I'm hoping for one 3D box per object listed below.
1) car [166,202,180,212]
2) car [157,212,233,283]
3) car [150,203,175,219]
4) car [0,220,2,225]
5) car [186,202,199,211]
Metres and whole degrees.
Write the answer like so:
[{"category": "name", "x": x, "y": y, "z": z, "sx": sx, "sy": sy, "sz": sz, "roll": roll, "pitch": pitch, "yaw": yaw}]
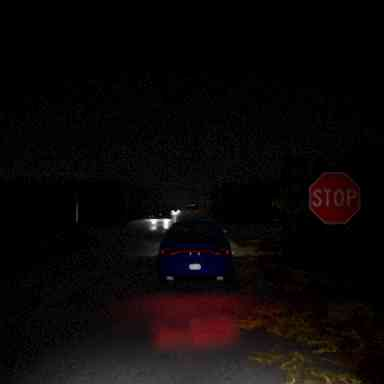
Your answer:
[{"category": "car", "x": -3.186, "y": 2.247, "z": 49.354, "sx": 1.837, "sy": 1.490, "sz": 4.892, "roll": 0, "pitch": -2, "yaw": 0}, {"category": "car", "x": 0.085, "y": 1.590, "z": 10.091, "sx": 1.882, "sy": 1.535, "sz": 5.008, "roll": 0, "pitch": -1, "yaw": 0}, {"category": "car", "x": -3.187, "y": 2.109, "z": 35.086, "sx": 1.994, "sy": 1.385, "sz": 4.181, "roll": 0, "pitch": -1, "yaw": 0}, {"category": "car", "x": -14.083, "y": 1.785, "z": 20.343, "sx": 4.553, "sy": 1.767, "sz": 2.097, "roll": 0, "pitch": -1, "yaw": 1}, {"category": "car", "x": 0.104, "y": 2.493, "z": 57.836, "sx": 2.128, "sy": 1.511, "sz": 4.902, "roll": 0, "pitch": -2, "yaw": 0}]
